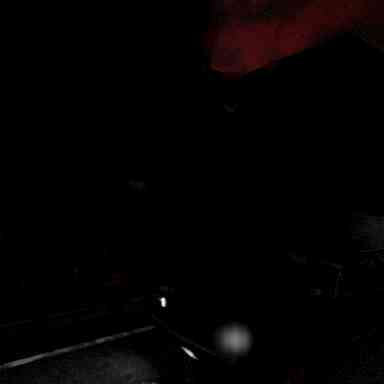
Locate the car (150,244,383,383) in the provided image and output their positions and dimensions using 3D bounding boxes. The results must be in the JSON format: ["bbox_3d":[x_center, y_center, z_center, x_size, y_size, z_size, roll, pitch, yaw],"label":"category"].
[{"bbox_3d":[1.767,1.602,5.250,4.718,1.301,1.895,0,0,-36],"label":"car"}]
